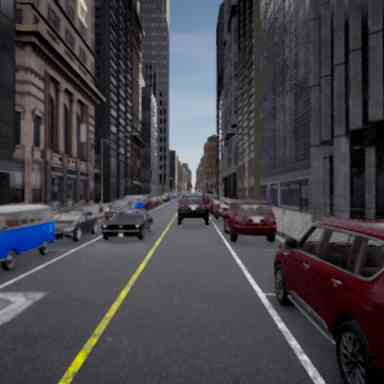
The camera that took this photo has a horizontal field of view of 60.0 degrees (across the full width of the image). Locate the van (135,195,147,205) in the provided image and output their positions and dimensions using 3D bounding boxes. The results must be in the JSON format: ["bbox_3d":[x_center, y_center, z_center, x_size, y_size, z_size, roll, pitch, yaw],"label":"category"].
[{"bbox_3d":[-5.839,1.266,33.089,1.690,1.788,3.998,1,0,0],"label":"van"}]

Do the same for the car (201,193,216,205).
[{"bbox_3d":[2.693,1.174,55.581,2.192,1.841,5.009,1,0,0],"label":"car"}]

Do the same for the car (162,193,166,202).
[{"bbox_3d":[-5.835,1.384,55.418,1.752,1.417,4.829,1,0,0],"label":"car"}]

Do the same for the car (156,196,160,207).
[{"bbox_3d":[-5.838,1.444,44.339,2.008,1.369,4.403,1,0,0],"label":"car"}]

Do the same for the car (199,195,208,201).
[{"bbox_3d":[2.696,1.368,78.080,1.802,1.307,4.206,1,0,0],"label":"car"}]

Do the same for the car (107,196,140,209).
[{"bbox_3d":[-5.842,1.381,27.465,1.967,1.590,4.097,1,0,0],"label":"car"}]

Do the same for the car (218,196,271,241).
[{"bbox_3d":[2.682,1.285,16.210,2.192,1.841,5.009,1,0,0],"label":"car"}]

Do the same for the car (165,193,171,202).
[{"bbox_3d":[-5.832,1.367,66.838,1.887,1.381,4.507,1,0,0],"label":"car"}]

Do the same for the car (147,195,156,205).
[{"bbox_3d":[-5.837,1.224,38.714,2.192,1.841,5.009,1,0,0],"label":"car"}]

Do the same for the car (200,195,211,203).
[{"bbox_3d":[2.694,1.373,66.831,2.008,1.369,4.403,1,0,0],"label":"car"}]

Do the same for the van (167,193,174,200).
[{"bbox_3d":[-5.824,1.091,89.336,1.690,1.788,3.998,1,0,0],"label":"van"}]

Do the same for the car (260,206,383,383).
[{"bbox_3d":[2.679,1.307,4.961,2.192,1.841,5.009,1,0,0],"label":"car"}]

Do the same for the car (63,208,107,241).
[{"bbox_3d":[-5.846,1.520,16.215,2.008,1.369,4.403,1,0,0],"label":"car"}]

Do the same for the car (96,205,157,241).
[{"bbox_3d":[-3.080,1.569,16.647,1.895,1.301,4.718,0,0,0],"label":"car"}]

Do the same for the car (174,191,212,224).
[{"bbox_3d":[0.101,1.169,24.421,2.150,2.045,5.566,0,0,0],"label":"car"}]

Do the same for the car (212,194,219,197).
[{"bbox_3d":[2.690,1.208,44.332,2.192,1.841,5.009,1,0,0],"label":"car"}]

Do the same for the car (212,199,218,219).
[{"bbox_3d":[2.683,1.523,27.460,1.802,1.307,4.206,1,0,0],"label":"car"}]

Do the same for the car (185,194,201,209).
[{"bbox_3d":[0.111,1.243,44.987,2.097,1.767,4.553,0,0,0],"label":"car"}]

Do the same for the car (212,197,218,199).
[{"bbox_3d":[2.684,1.470,33.084,1.887,1.381,4.507,1,0,0],"label":"car"}]

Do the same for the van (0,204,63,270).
[{"bbox_3d":[-5.845,1.322,10.590,1.690,1.788,3.998,1,0,0],"label":"van"}]

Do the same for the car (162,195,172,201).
[{"bbox_3d":[-5.830,1.336,78.087,2.008,1.369,4.403,1,0,0],"label":"car"}]

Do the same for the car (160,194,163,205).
[{"bbox_3d":[-5.837,1.420,49.963,1.887,1.381,4.507,1,0,0],"label":"car"}]

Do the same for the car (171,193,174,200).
[{"bbox_3d":[-5.828,1.119,72.461,2.192,1.841,5.009,1,0,0],"label":"car"}]
